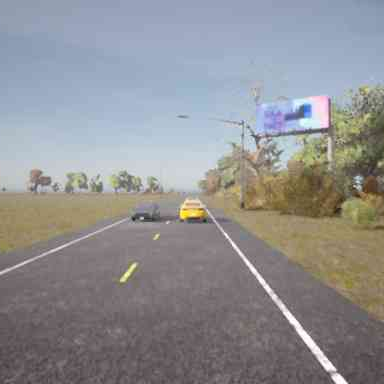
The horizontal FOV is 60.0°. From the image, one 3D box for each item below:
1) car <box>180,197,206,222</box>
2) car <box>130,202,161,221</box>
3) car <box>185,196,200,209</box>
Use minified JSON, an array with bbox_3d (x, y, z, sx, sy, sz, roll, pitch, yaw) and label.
[{"bbox_3d":[0.087,1.420,26.109,1.882,1.535,5.008,0,0,0],"label":"car"},{"bbox_3d":[-3.542,1.490,26.436,2.033,1.411,5.357,0,0,1],"label":"car"},{"bbox_3d":[0.102,1.381,43.854,1.882,1.535,5.008,0,0,0],"label":"car"}]
